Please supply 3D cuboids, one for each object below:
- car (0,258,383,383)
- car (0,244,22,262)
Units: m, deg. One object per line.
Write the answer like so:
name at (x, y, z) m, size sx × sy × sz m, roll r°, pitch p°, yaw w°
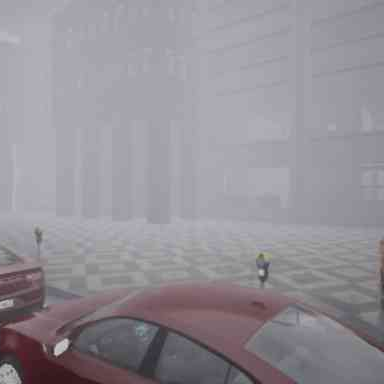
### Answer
car at (-0.095, 1.543, 3.048) m, size 4.507 × 1.381 × 1.887 m, roll 0°, pitch 0°, yaw 35°
car at (-4.595, 1.538, 6.255) m, size 4.507 × 1.381 × 1.887 m, roll 0°, pitch 0°, yaw 35°
